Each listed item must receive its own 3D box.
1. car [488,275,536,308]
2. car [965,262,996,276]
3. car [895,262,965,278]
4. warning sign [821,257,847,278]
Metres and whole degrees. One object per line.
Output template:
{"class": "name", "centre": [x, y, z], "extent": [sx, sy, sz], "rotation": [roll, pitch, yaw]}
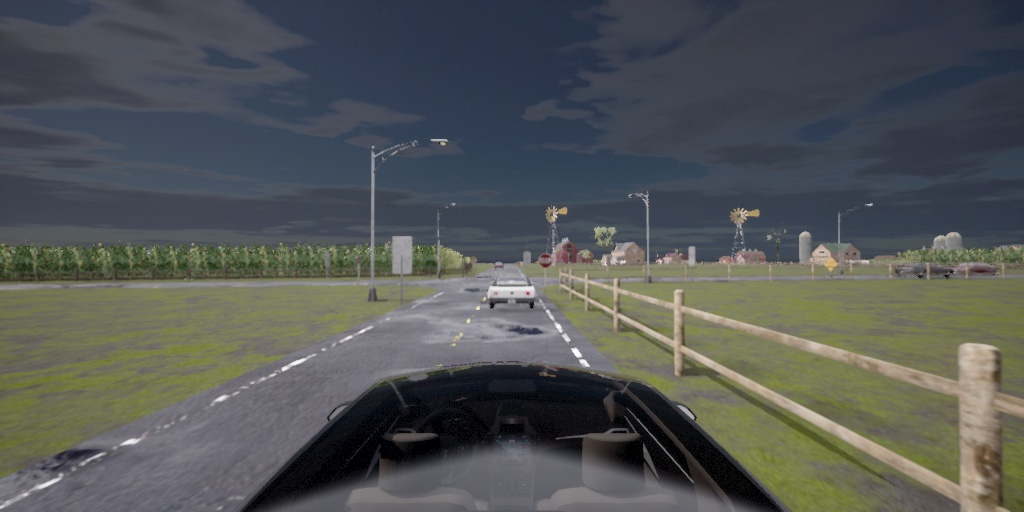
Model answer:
{"class": "car", "centre": [-0.002, 1.492, 15.962], "extent": [1.895, 1.301, 4.718], "rotation": [0, -1, 0]}
{"class": "car", "centre": [49.138, 1.403, 38.523], "extent": [4.674, 1.442, 1.812], "rotation": [0, -1, -5]}
{"class": "car", "centre": [40.351, 1.357, 35.019], "extent": [4.902, 1.511, 2.128], "rotation": [0, -1, -5]}
{"class": "warning sign", "centre": [28.076, 0.991, 31.528], "extent": [1.060, 1.860, 1.300], "rotation": [0, 0, -5]}
